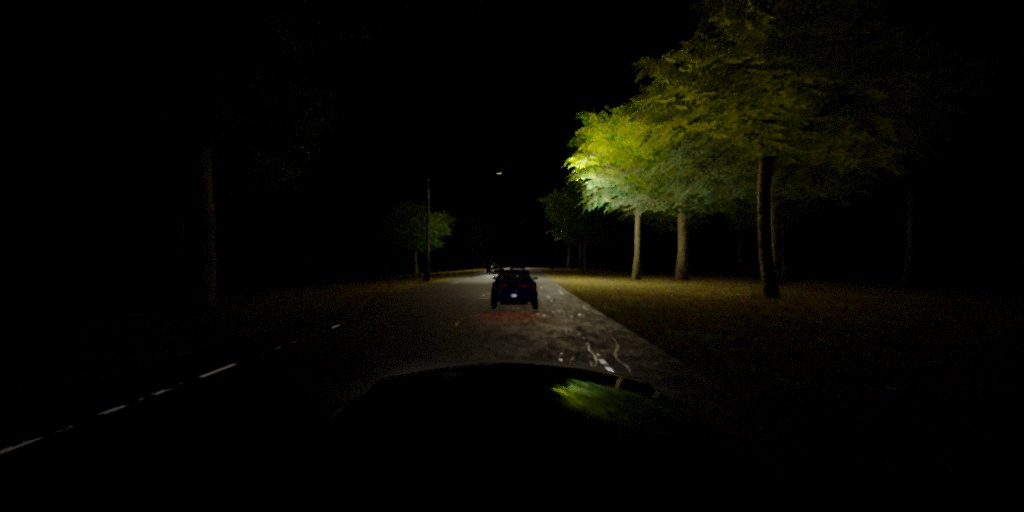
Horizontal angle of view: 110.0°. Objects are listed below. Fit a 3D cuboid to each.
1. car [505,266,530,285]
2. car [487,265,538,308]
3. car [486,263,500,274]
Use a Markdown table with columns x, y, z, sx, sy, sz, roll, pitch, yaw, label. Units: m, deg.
| x | y | z | sx | sy | sz | roll | pitch | yaw | label |
| --- | --- | --- | --- | --- | --- | --- | --- | --- | --- |
| 0.487 | 1.595 | 30.253 | 1.994 | 1.385 | 4.181 | 0 | 0 | 2 | car |
| 0.148 | 1.368 | 16.050 | 1.882 | 1.535 | 5.008 | 0 | 0 | 2 | car |
| -2.369 | 1.702 | 48.785 | 2.128 | 1.511 | 4.902 | 0 | 0 | 3 | car |
